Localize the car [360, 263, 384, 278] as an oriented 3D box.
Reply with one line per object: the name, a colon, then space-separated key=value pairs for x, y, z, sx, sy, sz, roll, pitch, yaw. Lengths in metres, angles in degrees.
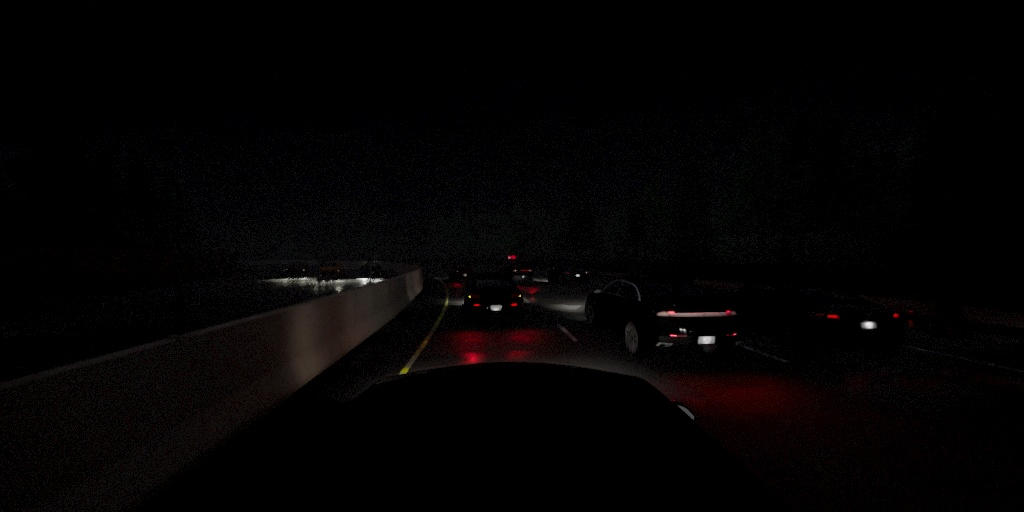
car: x=-13.187 y=1.328 z=33.896 sx=1.994 sy=1.385 sz=4.181 roll=0 pitch=0 yaw=-20

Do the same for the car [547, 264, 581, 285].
car: x=3.979 y=1.271 z=26.009 sx=1.994 sy=1.385 sz=4.181 roll=0 pitch=0 yaw=-13

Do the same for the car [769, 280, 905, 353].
car: x=6.625 y=1.280 z=8.795 sx=1.994 sy=1.385 sz=4.181 roll=0 pitch=0 yaw=-4

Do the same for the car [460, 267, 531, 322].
car: x=-0.707 y=1.267 z=12.244 sx=1.812 sy=1.442 sz=4.674 roll=0 pitch=0 yaw=-6

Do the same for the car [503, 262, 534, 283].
car: x=0.189 y=1.212 z=26.823 sx=2.128 sy=1.511 sz=4.902 roll=0 pitch=0 yaw=-14

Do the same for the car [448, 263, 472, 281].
car: x=-4.194 y=1.260 z=29.567 sx=1.812 sy=1.442 sz=4.674 roll=0 pitch=0 yaw=-16

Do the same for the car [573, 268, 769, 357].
car: x=3.164 y=1.222 z=8.555 sx=2.128 sy=1.511 sz=4.902 roll=0 pitch=0 yaw=-4

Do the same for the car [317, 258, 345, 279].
car: x=-16.567 y=1.256 z=32.997 sx=1.882 sy=1.535 sz=5.008 roll=0 pitch=0 yaw=-21

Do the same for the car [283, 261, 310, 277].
car: x=-21.599 y=1.272 z=36.125 sx=1.882 sy=1.535 sz=5.008 roll=0 pitch=0 yaw=-24

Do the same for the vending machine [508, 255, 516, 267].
vending machine: x=0.030 y=0.882 z=57.950 sx=1.100 sy=2.100 sz=0.880 roll=0 pitch=0 yaw=-29
